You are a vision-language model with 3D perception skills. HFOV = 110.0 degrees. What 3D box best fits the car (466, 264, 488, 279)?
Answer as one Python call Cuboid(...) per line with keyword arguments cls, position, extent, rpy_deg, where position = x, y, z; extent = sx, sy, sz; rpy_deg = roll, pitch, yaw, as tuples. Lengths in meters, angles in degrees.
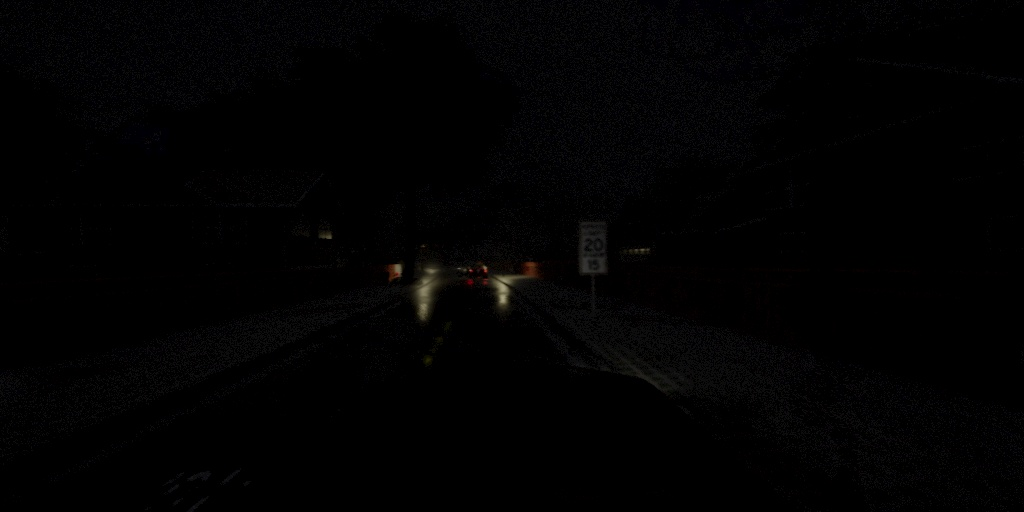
Cuboid(cls="car", position=(-3.990, 1.648, 41.415), extent=(2.097, 1.767, 4.553), rpy_deg=(-1, -1, -8))
